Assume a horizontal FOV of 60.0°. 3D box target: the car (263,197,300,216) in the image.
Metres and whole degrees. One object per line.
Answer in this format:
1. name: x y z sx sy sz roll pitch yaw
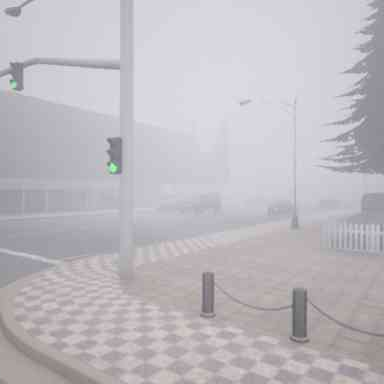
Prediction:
1. car: 8.823 1.505 31.875 1.994 1.385 4.181 0 0 36

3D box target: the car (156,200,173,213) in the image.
1. car: -1.688 1.486 35.423 1.895 1.301 4.718 0 0 36

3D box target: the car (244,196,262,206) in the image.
1. car: 9.670 1.392 50.980 1.882 1.535 5.008 0 0 36

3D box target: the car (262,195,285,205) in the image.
1. car: 12.525 1.287 48.955 2.097 1.767 4.553 0 0 36

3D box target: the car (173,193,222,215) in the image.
1. car: 0.902 1.124 33.028 2.150 2.045 5.566 0 0 36

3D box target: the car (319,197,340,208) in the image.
1. car: 19.217 1.421 46.273 1.882 1.535 5.008 0 0 36
